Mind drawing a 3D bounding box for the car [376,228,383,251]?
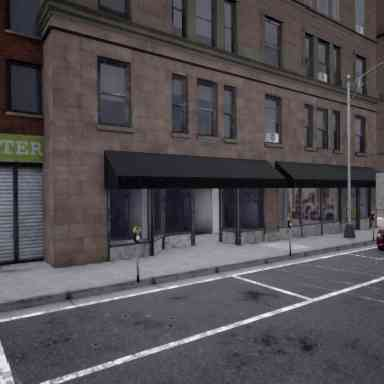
[{"bbox_3d":[8.866,1.540,12.865,4.507,1.381,1.887,0,-1,-35],"label":"car"}]
